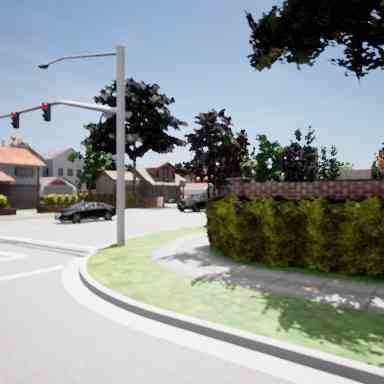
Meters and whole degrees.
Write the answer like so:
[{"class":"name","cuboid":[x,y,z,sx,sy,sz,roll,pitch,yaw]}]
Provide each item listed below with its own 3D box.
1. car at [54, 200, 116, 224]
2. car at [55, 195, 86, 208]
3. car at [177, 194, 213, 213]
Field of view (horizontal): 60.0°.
[{"class":"car","cuboid":[-8.011,1.513,25.334,2.128,1.511,4.902,0,0,35]},{"class":"car","cuboid":[-15.867,1.207,43.368,3.806,1.475,1.970,0,0,36]},{"class":"car","cuboid":[0.607,1.245,37.610,2.150,2.045,5.566,0,0,35]}]
